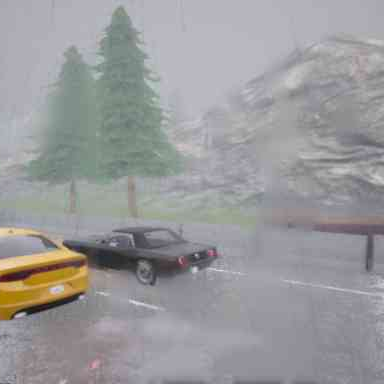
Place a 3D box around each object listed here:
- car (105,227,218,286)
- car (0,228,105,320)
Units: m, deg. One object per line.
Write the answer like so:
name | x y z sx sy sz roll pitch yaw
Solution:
car | -1.724 1.668 9.614 4.718 1.301 1.895 0 0 36
car | -4.324 1.535 7.190 5.008 1.535 1.882 0 0 36
